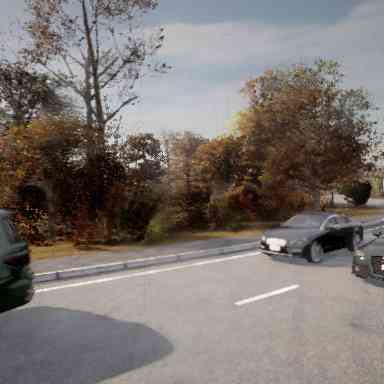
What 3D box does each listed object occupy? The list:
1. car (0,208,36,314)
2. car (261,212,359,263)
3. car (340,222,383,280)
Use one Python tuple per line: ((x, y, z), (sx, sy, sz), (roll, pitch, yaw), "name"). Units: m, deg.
((-5.258, 1.295, 4.647), (5.566, 2.045, 2.150), (-1, 0, -35), "car")
((4.500, 1.505, 12.138), (4.902, 1.511, 2.128), (0, -1, -40), "car")
((6.003, 1.539, 8.835), (4.181, 1.385, 1.994), (0, 0, -40), "car")
